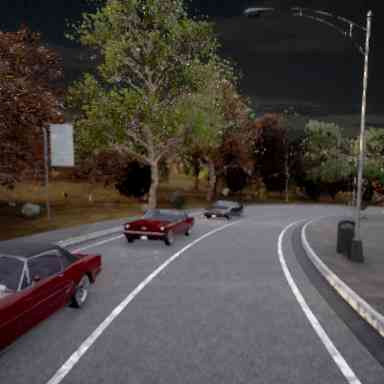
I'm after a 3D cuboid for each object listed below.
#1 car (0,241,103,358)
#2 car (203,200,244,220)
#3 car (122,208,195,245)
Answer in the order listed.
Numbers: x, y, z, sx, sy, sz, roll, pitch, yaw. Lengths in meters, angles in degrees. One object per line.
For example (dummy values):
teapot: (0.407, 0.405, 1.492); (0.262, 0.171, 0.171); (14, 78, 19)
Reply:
car: (-3.069, 1.523, 5.004); (1.895, 1.301, 4.718); (1, 1, 6)
car: (2.672, 1.345, 26.249); (2.033, 1.411, 5.357); (3, 1, 24)
car: (-1.300, 1.439, 14.898); (1.895, 1.301, 4.718); (2, 1, 15)
